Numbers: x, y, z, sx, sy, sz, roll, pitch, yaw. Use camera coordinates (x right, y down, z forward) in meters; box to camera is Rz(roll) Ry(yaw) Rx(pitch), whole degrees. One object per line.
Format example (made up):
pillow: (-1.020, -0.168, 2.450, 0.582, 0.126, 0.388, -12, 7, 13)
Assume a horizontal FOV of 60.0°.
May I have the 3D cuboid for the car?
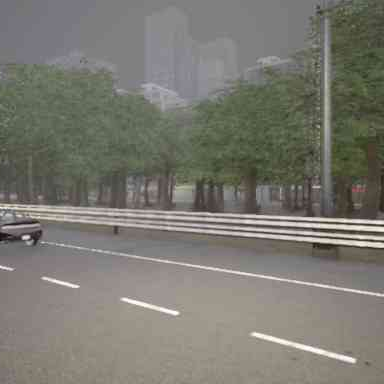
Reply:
car: (-8.240, 1.508, 13.950, 4.902, 1.511, 2.128, 0, 0, 35)
